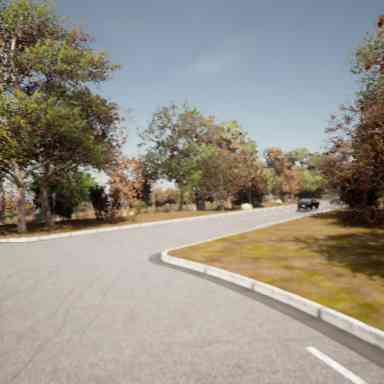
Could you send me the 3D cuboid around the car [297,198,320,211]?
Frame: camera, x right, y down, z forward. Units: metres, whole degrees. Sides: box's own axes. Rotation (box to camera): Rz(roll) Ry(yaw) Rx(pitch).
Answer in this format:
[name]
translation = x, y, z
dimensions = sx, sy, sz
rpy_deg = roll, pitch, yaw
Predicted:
[car]
translation = 14.506, 1.522, 41.271
dimensions = 1.882, 1.535, 5.008
rpy_deg = -2, -1, 33
